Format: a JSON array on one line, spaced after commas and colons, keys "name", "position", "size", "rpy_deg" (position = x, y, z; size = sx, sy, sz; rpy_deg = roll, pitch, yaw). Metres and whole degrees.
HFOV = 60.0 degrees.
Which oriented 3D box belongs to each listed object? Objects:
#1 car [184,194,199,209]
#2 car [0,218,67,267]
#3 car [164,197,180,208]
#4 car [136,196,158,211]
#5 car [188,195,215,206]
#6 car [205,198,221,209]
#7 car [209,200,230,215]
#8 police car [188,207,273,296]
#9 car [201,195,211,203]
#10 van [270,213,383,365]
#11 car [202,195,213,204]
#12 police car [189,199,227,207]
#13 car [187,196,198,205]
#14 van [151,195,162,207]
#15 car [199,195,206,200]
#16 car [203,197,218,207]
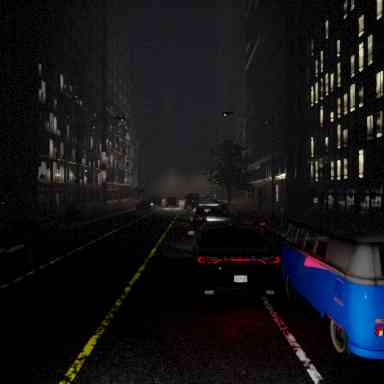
[{"name": "car", "position": [0.112, 1.215, 44.930], "size": [2.150, 2.045, 5.566], "rpy_deg": [0, 0, 0]}, {"name": "car", "position": [-5.663, 1.582, 11.411], "size": [1.802, 1.307, 4.206], "rpy_deg": [0, 0, 0]}, {"name": "car", "position": [-2.883, 1.495, 48.531], "size": [1.837, 1.490, 4.892], "rpy_deg": [0, 0, 0]}, {"name": "car", "position": [-5.594, 1.548, 39.875], "size": [2.008, 1.369, 4.403], "rpy_deg": [0, 0, 0]}, {"name": "car", "position": [0.959, 1.351, 24.691], "size": [2.097, 1.767, 4.553], "rpy_deg": [0, 0, 0]}, {"name": "car", "position": [2.801, 1.544, 45.543], "size": [2.008, 1.369, 4.403], "rpy_deg": [0, 0, 0]}, {"name": "car", "position": [2.773, 1.581, 34.158], "size": [1.802, 1.307, 4.206], "rpy_deg": [0, 0, 0]}, {"name": "police car", "position": [0.921, 1.425, 8.830], "size": [1.930, 1.638, 5.238], "rpy_deg": [0, 0, 0]}, {"name": "car", "position": [2.856, 1.401, 68.313], "size": [1.967, 1.590, 4.097], "rpy_deg": [0, 0, 0]}, {"name": "van", "position": [2.704, 1.341, 5.697], "size": [1.690, 1.788, 3.998], "rpy_deg": [0, 0, 0]}, {"name": "car", "position": [2.842, 1.410, 62.621], "size": [1.967, 1.590, 4.097], "rpy_deg": [0, 0, 0]}, {"name": "police car", "position": [0.946, 1.425, 18.830], "size": [1.930, 1.638, 5.238], "rpy_deg": [0, 0, 0]}, {"name": "car", "position": [0.143, 1.480, 59.484], "size": [1.837, 1.490, 4.892], "rpy_deg": [0, 0, 0]}, {"name": "van", "position": [-5.566, 1.328, 51.260], "size": [1.690, 1.788, 3.998], "rpy_deg": [0, 0, 0]}, {"name": "car", "position": [2.911, 1.463, 91.083], "size": [1.887, 1.381, 4.507], "rpy_deg": [0, 0, 0]}, {"name": "car", "position": [2.814, 1.538, 51.236], "size": [2.008, 1.369, 4.403], "rpy_deg": [0, 0, 0]}]
